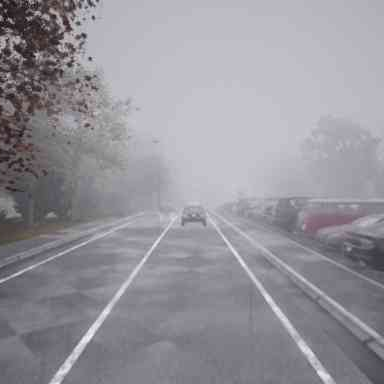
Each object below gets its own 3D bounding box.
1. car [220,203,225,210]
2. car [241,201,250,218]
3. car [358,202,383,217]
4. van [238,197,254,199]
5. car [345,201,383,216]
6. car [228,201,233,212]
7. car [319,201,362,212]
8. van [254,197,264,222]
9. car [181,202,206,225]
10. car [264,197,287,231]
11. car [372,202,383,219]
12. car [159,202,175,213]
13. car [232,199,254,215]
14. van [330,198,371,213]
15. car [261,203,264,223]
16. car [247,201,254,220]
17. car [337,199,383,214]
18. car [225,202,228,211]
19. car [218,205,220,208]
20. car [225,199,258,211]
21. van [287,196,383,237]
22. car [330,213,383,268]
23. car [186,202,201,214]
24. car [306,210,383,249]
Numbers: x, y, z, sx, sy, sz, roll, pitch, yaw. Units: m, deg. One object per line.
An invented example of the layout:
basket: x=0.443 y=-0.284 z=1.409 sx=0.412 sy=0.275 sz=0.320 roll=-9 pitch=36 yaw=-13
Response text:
car: x=7.113 y=1.734 z=45.796 sx=5.566 sy=2.045 sz=2.435 roll=0 pitch=-1 yaw=0
car: x=7.072 y=1.727 z=29.138 sx=4.792 sy=1.488 sz=2.163 roll=0 pitch=-1 yaw=0
car: x=20.189 y=1.787 z=34.471 sx=5.008 sy=1.535 sz=2.097 roll=0 pitch=-1 yaw=0
van: x=7.238 y=1.615 z=37.468 sx=4.442 sy=1.987 sz=1.878 roll=0 pitch=-1 yaw=0
car: x=20.196 y=1.837 z=37.366 sx=5.008 sy=1.535 sz=2.097 roll=0 pitch=-1 yaw=0
car: x=7.131 y=1.929 z=40.240 sx=4.674 sy=1.452 sz=2.002 roll=0 pitch=-1 yaw=0
car: x=20.214 y=1.979 z=45.551 sx=4.892 sy=1.521 sz=2.231 roll=0 pitch=-1 yaw=0
van: x=6.972 y=1.376 z=23.590 sx=4.442 sy=1.987 sz=1.878 roll=0 pitch=-1 yaw=0
car: x=0.123 y=1.726 z=25.595 sx=2.033 sy=1.411 sz=5.357 roll=0 pitch=-1 yaw=0
car: x=7.104 y=1.270 z=18.054 sx=5.566 sy=2.045 sz=2.435 roll=0 pitch=0 yaw=0
car: x=20.182 y=1.741 z=31.701 sx=4.892 sy=1.521 sz=2.231 roll=0 pitch=-1 yaw=0
car: x=-3.275 y=2.003 z=44.272 sx=1.812 sy=1.442 sz=4.674 roll=0 pitch=-1 yaw=0
car: x=7.121 y=1.793 z=34.689 sx=5.008 sy=1.535 sz=2.097 roll=0 pitch=-1 yaw=0
van: x=20.331 y=1.705 z=42.784 sx=4.442 sy=1.987 sz=1.878 roll=0 pitch=-1 yaw=0
car: x=7.111 y=1.584 z=20.803 sx=4.792 sy=1.488 sz=2.163 roll=0 pitch=-1 yaw=0
car: x=7.098 y=1.690 z=26.361 sx=4.674 sy=1.452 sz=2.002 roll=0 pitch=-1 yaw=0
car: x=20.176 y=1.757 z=40.014 sx=4.553 sy=1.767 sz=2.185 roll=0 pitch=-1 yaw=0
car: x=7.164 y=1.966 z=43.015 sx=4.792 sy=1.488 sz=2.163 roll=0 pitch=-1 yaw=0
car: x=7.167 y=2.155 z=54.111 sx=4.892 sy=1.521 sz=2.231 roll=0 pitch=-1 yaw=0
car: x=7.179 y=1.910 z=48.565 sx=4.553 sy=1.767 sz=2.185 roll=0 pitch=-1 yaw=0
van: x=6.952 y=1.293 z=15.278 sx=4.442 sy=1.987 sz=1.878 roll=0 pitch=0 yaw=0
car: x=7.050 y=1.512 z=9.725 sx=5.008 sy=1.535 sz=2.097 roll=0 pitch=0 yaw=0
car: x=0.157 y=1.979 z=42.992 sx=1.812 sy=1.442 sz=4.674 roll=0 pitch=-1 yaw=0
car: x=7.065 y=1.555 z=12.501 sx=4.674 sy=1.452 sz=2.002 roll=0 pitch=0 yaw=0
